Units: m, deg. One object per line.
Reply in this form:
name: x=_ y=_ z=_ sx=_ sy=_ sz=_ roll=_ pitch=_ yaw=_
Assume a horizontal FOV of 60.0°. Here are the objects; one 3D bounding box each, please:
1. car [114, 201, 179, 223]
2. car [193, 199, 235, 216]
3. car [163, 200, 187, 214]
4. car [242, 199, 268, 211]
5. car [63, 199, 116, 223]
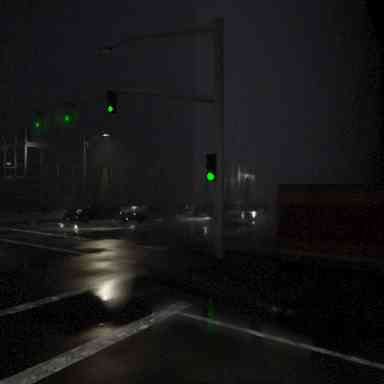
car: x=-3.441 y=1.651 z=25.950 sx=1.895 sy=1.301 sz=4.718 roll=0 pitch=0 yaw=36
car: x=2.077 y=1.528 z=33.653 sx=1.882 sy=1.535 sz=5.008 roll=0 pitch=0 yaw=35
car: x=-2.387 y=1.554 z=33.433 sx=1.837 sy=1.490 sz=4.892 roll=0 pitch=0 yaw=36
car: x=8.048 y=1.576 z=41.971 sx=1.812 sy=1.442 sz=4.674 roll=0 pitch=0 yaw=36
car: x=-7.706 y=1.401 z=26.001 sx=2.097 sy=1.767 sz=4.553 roll=0 pitch=0 yaw=36
